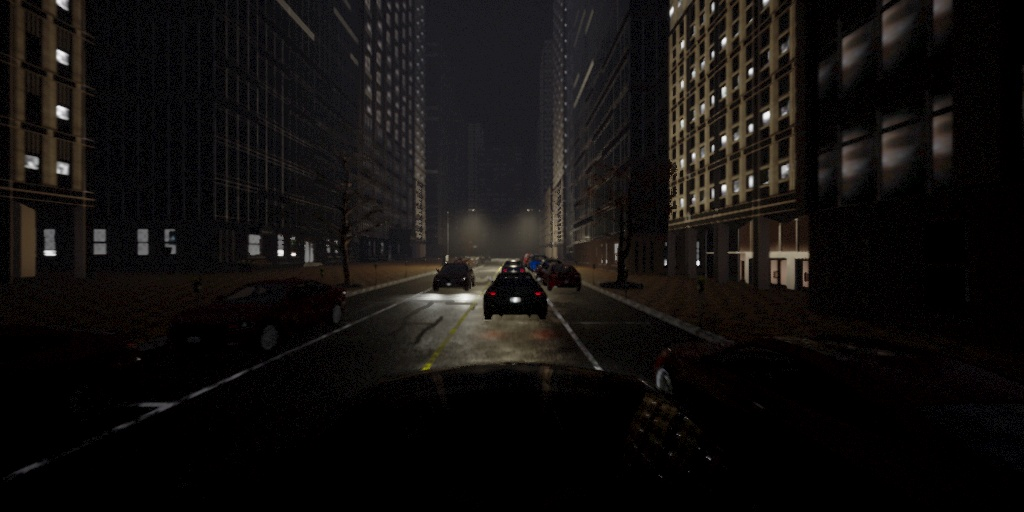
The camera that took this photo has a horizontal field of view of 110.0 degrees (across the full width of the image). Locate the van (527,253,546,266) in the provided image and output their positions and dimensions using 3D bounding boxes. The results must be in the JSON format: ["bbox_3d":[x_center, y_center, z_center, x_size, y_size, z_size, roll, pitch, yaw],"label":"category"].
[{"bbox_3d":[2.692,0.741,36.895,1.690,1.789,3.998,0,0,0],"label":"van"}]

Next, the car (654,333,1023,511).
[{"bbox_3d":[2.692,1.319,3.048,1.802,1.307,4.207,0,0,0],"label":"car"}]

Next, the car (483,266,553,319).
[{"bbox_3d":[0.101,1.209,12.269,1.994,1.385,4.181,0,0,0],"label":"car"}]

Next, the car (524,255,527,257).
[{"bbox_3d":[2.692,0.894,42.537,2.007,1.370,4.403,0,0,0],"label":"car"}]

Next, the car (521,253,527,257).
[{"bbox_3d":[2.692,0.600,48.178,2.192,1.841,5.009,0,0,0],"label":"car"}]

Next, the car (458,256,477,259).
[{"bbox_3d":[-5.688,0.783,42.508,1.967,1.591,4.097,0,0,0],"label":"car"}]

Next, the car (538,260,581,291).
[{"bbox_3d":[2.692,1.114,19.972,1.888,1.381,4.507,0,0,0],"label":"car"}]

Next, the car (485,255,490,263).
[{"bbox_3d":[-5.689,0.663,65.078,2.007,1.370,4.403,0,0,0],"label":"car"}]

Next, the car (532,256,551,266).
[{"bbox_3d":[2.692,0.953,25.613,1.967,1.591,4.097,0,0,0],"label":"car"}]

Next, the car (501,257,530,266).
[{"bbox_3d":[0.102,1.036,28.089,2.033,1.411,5.357,0,1,0],"label":"car"}]

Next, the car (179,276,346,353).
[{"bbox_3d":[-5.688,1.227,8.652,1.888,1.381,4.507,0,0,0],"label":"car"}]

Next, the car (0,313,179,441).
[{"bbox_3d":[-5.689,1.319,3.010,1.802,1.307,4.207,0,0,0],"label":"car"}]

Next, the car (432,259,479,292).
[{"bbox_3d":[-3.097,1.095,19.893,1.812,1.442,4.674,0,1,0],"label":"car"}]

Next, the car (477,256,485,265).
[{"bbox_3d":[-5.688,0.779,53.793,2.007,1.370,4.403,0,0,0],"label":"car"}]
